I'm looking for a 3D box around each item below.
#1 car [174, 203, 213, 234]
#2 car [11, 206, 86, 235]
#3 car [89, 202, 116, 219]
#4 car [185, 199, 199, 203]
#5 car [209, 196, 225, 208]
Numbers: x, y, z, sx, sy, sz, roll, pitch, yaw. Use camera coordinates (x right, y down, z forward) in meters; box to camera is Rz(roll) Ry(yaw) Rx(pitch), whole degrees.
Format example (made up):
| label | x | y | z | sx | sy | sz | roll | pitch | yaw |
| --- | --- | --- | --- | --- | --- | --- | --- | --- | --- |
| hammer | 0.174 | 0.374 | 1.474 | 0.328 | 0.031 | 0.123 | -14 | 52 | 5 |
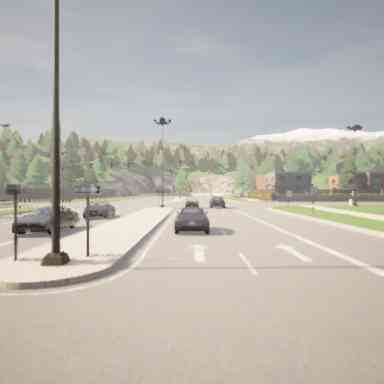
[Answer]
| label | x | y | z | sx | sy | sz | roll | pitch | yaw |
| --- | --- | --- | --- | --- | --- | --- | --- | --- | --- |
| car | 0.000 | 1.554 | 19.086 | 1.994 | 1.385 | 4.181 | 0 | 0 | 0 |
| car | -8.086 | 1.538 | 19.055 | 2.033 | 1.411 | 5.357 | 0 | 0 | 0 |
| car | -8.021 | 1.549 | 29.128 | 1.994 | 1.385 | 4.181 | 0 | 0 | 1 |
| car | 0.029 | 1.577 | 47.037 | 1.895 | 1.301 | 4.718 | 0 | 0 | 1 |
| car | 3.531 | 1.327 | 47.150 | 2.097 | 1.767 | 4.553 | 0 | 0 | 1 |
